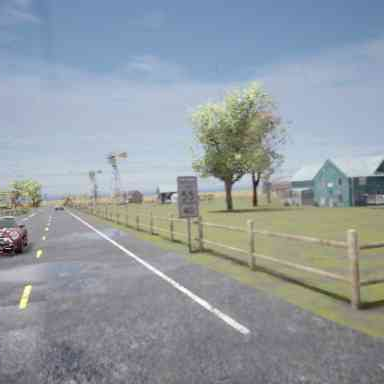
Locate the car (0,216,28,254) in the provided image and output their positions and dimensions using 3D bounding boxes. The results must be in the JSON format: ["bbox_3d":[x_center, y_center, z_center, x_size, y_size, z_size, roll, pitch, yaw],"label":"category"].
[{"bbox_3d":[-9.249,1.991,16.075,2.097,1.767,4.553,-3,-1,-22],"label":"car"}]
